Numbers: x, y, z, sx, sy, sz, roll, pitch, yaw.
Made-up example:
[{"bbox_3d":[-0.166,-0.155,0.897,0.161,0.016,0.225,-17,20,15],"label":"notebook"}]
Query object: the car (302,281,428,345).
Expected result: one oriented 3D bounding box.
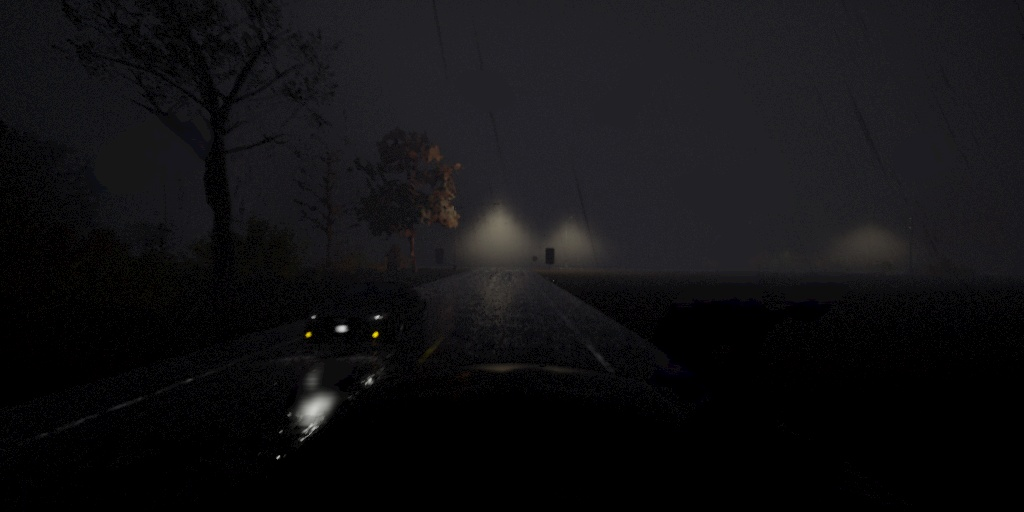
[{"bbox_3d":[-3.596,1.363,9.556,1.994,1.385,4.181,0,0,0],"label":"car"}]
